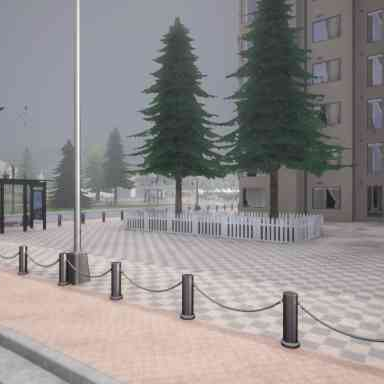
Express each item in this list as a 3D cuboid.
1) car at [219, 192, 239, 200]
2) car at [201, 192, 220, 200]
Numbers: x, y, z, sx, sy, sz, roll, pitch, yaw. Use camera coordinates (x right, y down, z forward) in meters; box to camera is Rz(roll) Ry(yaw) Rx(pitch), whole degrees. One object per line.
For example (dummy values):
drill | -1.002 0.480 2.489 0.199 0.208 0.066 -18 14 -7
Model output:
car | 9.665 1.374 84.659 3.633 1.501 1.845 0 0 35
car | 5.307 1.384 91.364 3.806 1.475 1.970 0 0 35
